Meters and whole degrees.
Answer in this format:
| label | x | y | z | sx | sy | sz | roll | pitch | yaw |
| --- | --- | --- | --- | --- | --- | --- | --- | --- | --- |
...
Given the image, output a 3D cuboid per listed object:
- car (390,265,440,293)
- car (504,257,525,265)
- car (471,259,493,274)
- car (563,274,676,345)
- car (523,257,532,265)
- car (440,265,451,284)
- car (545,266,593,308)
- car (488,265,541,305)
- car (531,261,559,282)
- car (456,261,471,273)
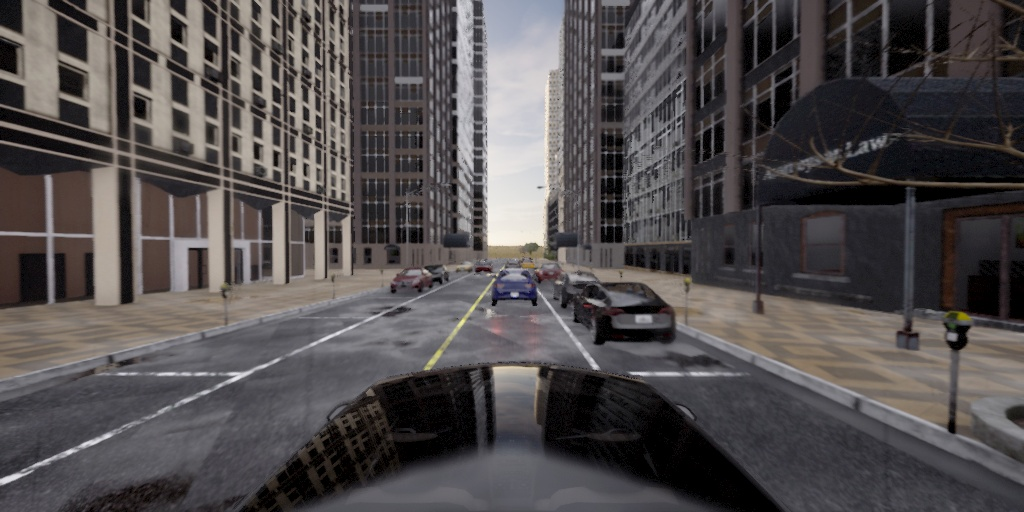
| label | x | y | z | sx | sy | sz | roll | pitch | yaw |
| --- | --- | --- | --- | --- | --- | --- | --- | --- | --- |
| car | -5.654 | 1.334 | 20.775 | 1.802 | 1.307 | 4.207 | 0 | 0 | 0 |
| car | 0.106 | 1.232 | 42.704 | 2.128 | 1.511 | 4.902 | 0 | 0 | 0 |
| car | -3.087 | 1.344 | 40.273 | 1.895 | 1.301 | 4.718 | 0 | 0 | 0 |
| car | 2.693 | 1.316 | 9.364 | 1.948 | 1.339 | 4.313 | 0 | 0 | 0 |
| car | 2.357 | 1.190 | 52.731 | 1.801 | 1.575 | 5.366 | 0 | 0 | 0 |
| car | -5.653 | 1.317 | 26.449 | 1.948 | 1.339 | 4.313 | 0 | 0 | 0 |
| car | 2.694 | 1.302 | 15.038 | 2.007 | 1.370 | 4.403 | 0 | 0 | 0 |
| car | 0.102 | 1.277 | 15.802 | 1.812 | 1.442 | 4.674 | 0 | 0 | 0 |
| car | 2.695 | 1.190 | 26.388 | 1.967 | 1.591 | 4.097 | 0 | 0 | 0 |
| car | -5.669 | 1.266 | 43.302 | 1.751 | 1.417 | 4.829 | 0 | 0 | 0 |
